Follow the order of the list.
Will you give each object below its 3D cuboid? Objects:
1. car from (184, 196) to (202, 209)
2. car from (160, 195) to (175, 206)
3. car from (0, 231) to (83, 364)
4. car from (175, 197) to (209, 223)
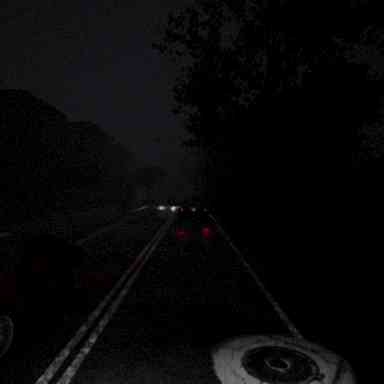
[{"bbox_3d":[0.122,1.262,41.418,2.033,1.411,5.357,0,0,0],"label":"car"},{"bbox_3d":[-3.311,1.155,46.376,1.882,1.535,5.008,0,0,0],"label":"car"},{"bbox_3d":[-3.348,1.487,5.854,1.812,1.442,4.674,0,0,0],"label":"car"},{"bbox_3d":[0.112,1.192,23.917,2.097,1.767,4.553,0,0,0],"label":"car"}]
